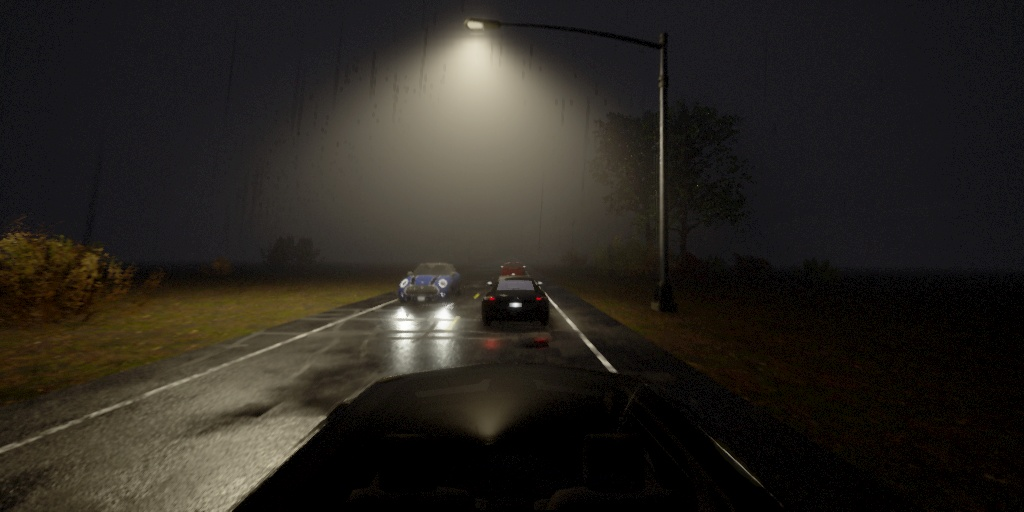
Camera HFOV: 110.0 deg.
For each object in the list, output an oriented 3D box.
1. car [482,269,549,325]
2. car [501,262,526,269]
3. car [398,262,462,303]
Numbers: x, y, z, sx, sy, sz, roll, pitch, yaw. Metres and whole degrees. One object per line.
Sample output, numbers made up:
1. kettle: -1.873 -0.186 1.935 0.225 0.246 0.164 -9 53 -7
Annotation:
1. car: 0.100 1.314 11.852 1.994 1.385 4.181 0 0 0
2. car: 0.098 1.223 29.663 1.882 1.535 5.008 0 0 0
3. car: -3.592 1.101 16.466 2.097 1.767 4.553 0 0 0
